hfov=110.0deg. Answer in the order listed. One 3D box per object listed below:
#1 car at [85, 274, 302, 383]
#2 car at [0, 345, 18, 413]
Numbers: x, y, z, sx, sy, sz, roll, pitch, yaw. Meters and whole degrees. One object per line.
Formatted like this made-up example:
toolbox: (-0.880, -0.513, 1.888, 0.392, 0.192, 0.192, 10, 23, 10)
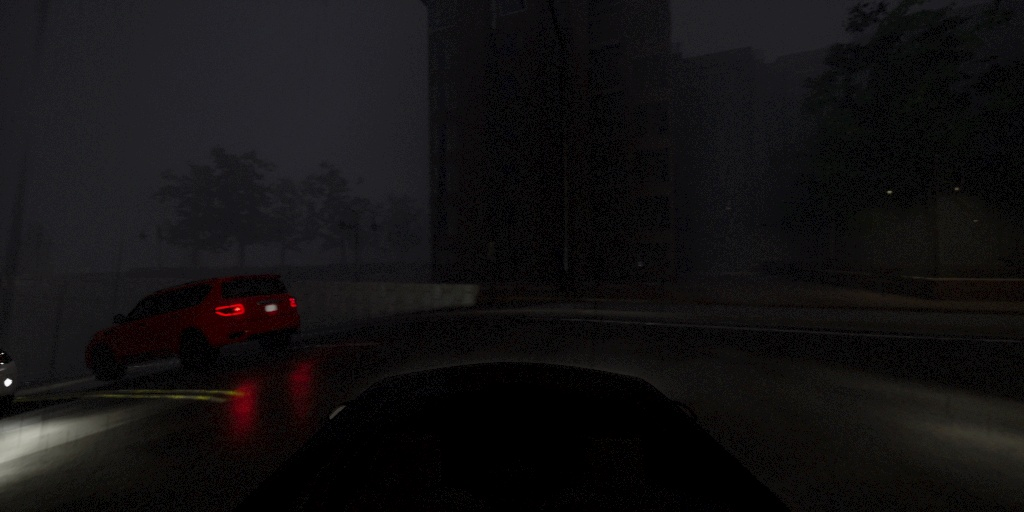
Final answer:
car: (-8.350, 1.836, 9.475, 5.566, 2.045, 2.150, -11, -4, 17)
car: (-11.405, 2.142, 6.298, 5.566, 2.045, 2.150, -10, -3, 22)
